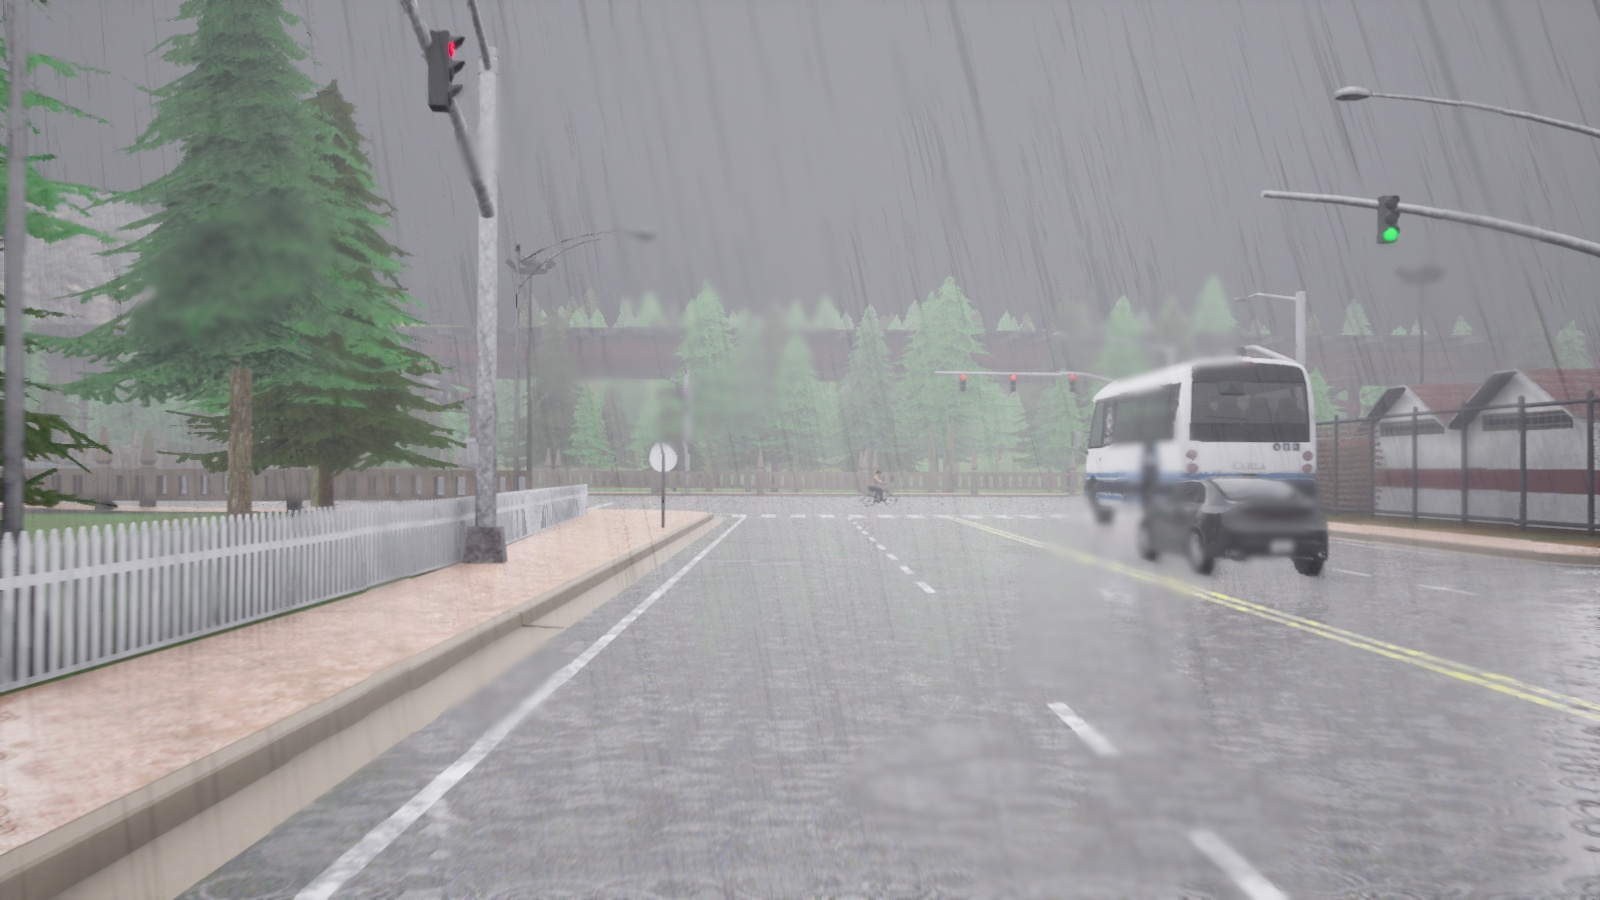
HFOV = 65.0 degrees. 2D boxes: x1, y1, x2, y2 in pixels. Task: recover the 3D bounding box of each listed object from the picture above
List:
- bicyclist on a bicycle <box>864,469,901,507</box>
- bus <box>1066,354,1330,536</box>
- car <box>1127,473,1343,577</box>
[{"bbox_3d":[3.610,1.660,55.150,1.509,1.612,0.866,0,-1,-2],"label":"bicyclist on a bicycle"},{"bbox_3d":[10.408,-0.025,34.576,3.944,4.253,10.273,0,-1,0],"label":"bus"},{"bbox_3d":[6.949,1.138,20.659,1.837,1.490,4.892,0,-1,0],"label":"car"}]
